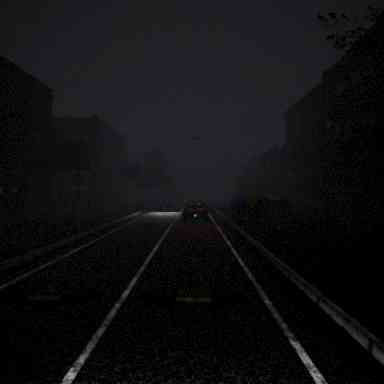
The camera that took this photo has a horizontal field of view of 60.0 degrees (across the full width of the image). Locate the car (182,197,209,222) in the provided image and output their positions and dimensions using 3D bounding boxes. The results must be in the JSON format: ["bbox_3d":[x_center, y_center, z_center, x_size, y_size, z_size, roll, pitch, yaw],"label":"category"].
[{"bbox_3d":[0.252,1.431,25.700,2.128,1.511,4.902,0,0,0],"label":"car"}]

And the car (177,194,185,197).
[{"bbox_3d":[-2.535,1.288,77.894,1.812,1.442,4.674,0,0,0],"label":"car"}]

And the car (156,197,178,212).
[{"bbox_3d":[-2.871,1.492,37.277,1.994,1.385,4.181,0,0,0],"label":"car"}]

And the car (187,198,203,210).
[{"bbox_3d":[0.356,1.532,43.059,1.895,1.301,4.718,0,0,0],"label":"car"}]
